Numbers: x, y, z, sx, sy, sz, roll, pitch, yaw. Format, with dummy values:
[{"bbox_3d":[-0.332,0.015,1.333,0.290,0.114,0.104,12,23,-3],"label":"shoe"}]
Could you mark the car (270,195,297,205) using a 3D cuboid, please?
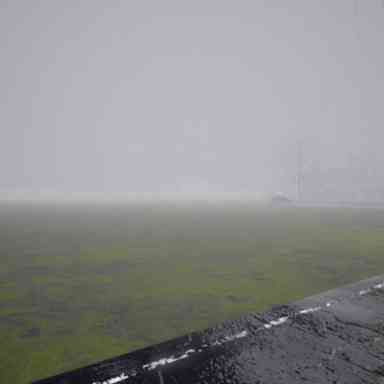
[{"bbox_3d":[15.648,1.381,57.148,1.837,1.490,4.892,0,0,-36],"label":"car"}]
